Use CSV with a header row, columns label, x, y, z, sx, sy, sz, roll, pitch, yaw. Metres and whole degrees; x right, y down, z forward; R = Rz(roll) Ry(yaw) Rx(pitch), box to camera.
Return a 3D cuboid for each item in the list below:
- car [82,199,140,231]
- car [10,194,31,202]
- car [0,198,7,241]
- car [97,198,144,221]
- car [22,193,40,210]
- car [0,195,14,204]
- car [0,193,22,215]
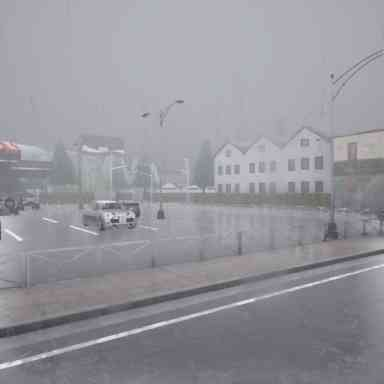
label,x,y,z,sx,sy,sz,roll,pitch,yaw
car,-4.608,1.248,18.379,1.970,1.475,3.806,0,0,-36
car,-38.133,1.328,73.804,3.866,1.878,1.905,0,0,-36
car,-9.645,1.169,14.389,2.152,1.636,5.027,0,0,-36
car,-5.720,1.313,26.245,2.007,1.523,4.514,0,0,-36
car,-19.077,1.092,38.678,1.905,1.878,3.866,0,0,-36
car,-38.377,1.495,66.676,4.611,1.667,2.242,0,0,-36
car,-17.184,1.113,30.364,1.932,1.855,4.605,0,0,-36
